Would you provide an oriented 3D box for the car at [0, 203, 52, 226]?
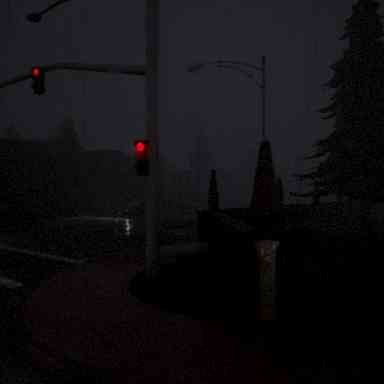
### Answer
[{"bbox_3d":[-11.478,1.494,21.305,1.837,1.490,4.892,0,0,35],"label":"car"}]

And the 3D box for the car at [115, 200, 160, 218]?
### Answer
[{"bbox_3d":[-4.891,1.514,30.548,1.812,1.442,4.674,0,0,36],"label":"car"}]
